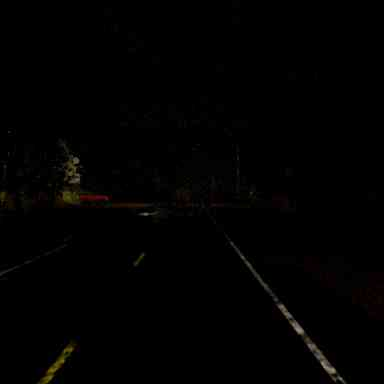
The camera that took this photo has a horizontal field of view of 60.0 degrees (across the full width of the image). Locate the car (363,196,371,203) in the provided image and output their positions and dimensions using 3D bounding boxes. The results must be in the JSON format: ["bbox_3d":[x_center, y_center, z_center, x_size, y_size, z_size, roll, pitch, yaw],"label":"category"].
[{"bbox_3d":[37.794,1.649,75.327,4.902,1.511,2.128,0,0,-2],"label":"car"}]

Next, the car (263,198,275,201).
[{"bbox_3d":[17.594,1.653,74.728,4.718,1.301,1.895,0,0,-2],"label":"car"}]

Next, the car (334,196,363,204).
[{"bbox_3d":[31.601,1.643,68.129,4.902,1.511,2.128,0,0,-2],"label":"car"}]

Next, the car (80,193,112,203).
[{"bbox_3d":[-19.546,1.146,66.701,5.566,2.045,2.150,0,0,-2],"label":"car"}]
